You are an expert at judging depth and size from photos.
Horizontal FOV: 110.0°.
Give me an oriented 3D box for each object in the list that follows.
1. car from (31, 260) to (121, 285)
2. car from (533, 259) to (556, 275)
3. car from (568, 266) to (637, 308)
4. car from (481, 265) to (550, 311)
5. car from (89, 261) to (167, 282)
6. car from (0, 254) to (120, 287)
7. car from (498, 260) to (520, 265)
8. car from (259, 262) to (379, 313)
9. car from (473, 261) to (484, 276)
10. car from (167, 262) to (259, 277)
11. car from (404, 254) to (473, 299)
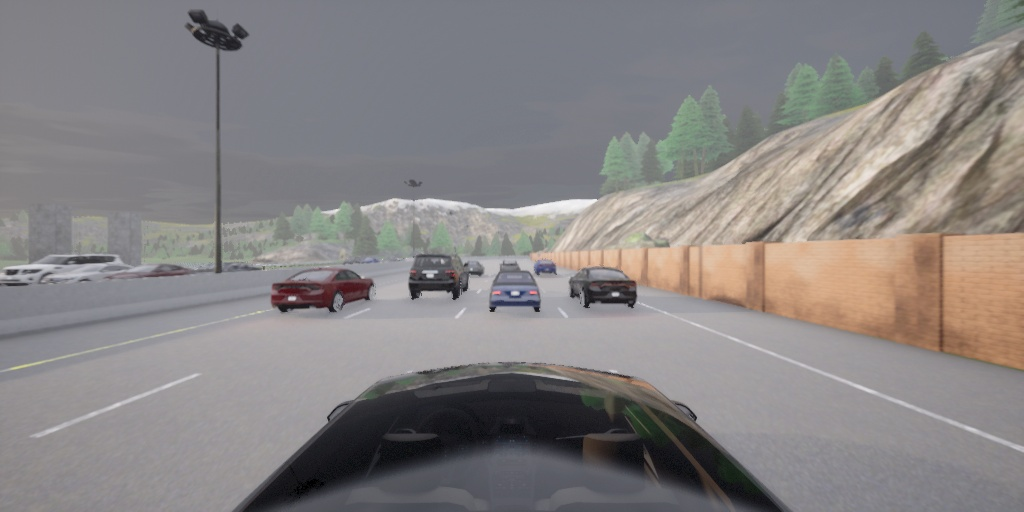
[{"bbox_3d":[-24.685,1.189,21.484,1.812,1.442,4.674,0,0,-1],"label":"car"},{"bbox_3d":[3.208,1.077,35.716,1.882,1.535,5.008,0,0,-1],"label":"car"},{"bbox_3d":[3.581,1.169,14.918,1.882,1.535,5.008,0,0,0],"label":"car"},{"bbox_3d":[0.090,1.243,14.070,2.033,1.411,5.357,0,0,0],"label":"car"},{"bbox_3d":[-21.181,1.190,21.163,1.812,1.442,4.674,0,0,-1],"label":"car"},{"bbox_3d":[-28.203,0.880,22.846,2.150,2.045,5.566,0,0,-1],"label":"car"},{"bbox_3d":[-0.257,1.098,34.130,2.128,1.511,4.902,0,0,-1],"label":"car"},{"bbox_3d":[-6.914,1.175,13.733,1.882,1.535,5.008,0,0,0],"label":"car"},{"bbox_3d":[-3.775,1.167,34.837,1.994,1.385,4.181,0,0,-1],"label":"car"},{"bbox_3d":[-17.694,1.153,22.049,2.128,1.511,4.902,0,0,-1],"label":"car"},{"bbox_3d":[-3.439,0.901,17.654,2.150,2.045,5.566,0,0,-1],"label":"car"}]
